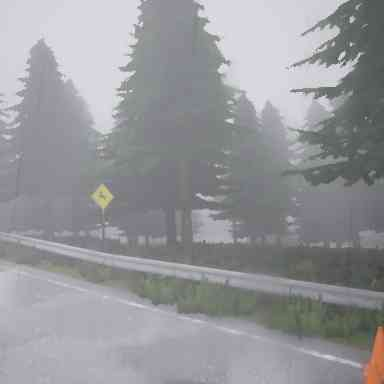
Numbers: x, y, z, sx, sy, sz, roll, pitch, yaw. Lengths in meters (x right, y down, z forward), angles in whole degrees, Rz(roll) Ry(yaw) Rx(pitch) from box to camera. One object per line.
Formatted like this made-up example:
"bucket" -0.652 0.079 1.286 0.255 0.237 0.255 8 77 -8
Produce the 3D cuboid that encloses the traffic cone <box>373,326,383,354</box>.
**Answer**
"traffic cone" 2.329 1.956 4.104 0.340 0.580 0.340 0 0 34

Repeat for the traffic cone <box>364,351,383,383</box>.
"traffic cone" 1.785 1.956 3.267 0.340 0.580 0.340 0 0 33
